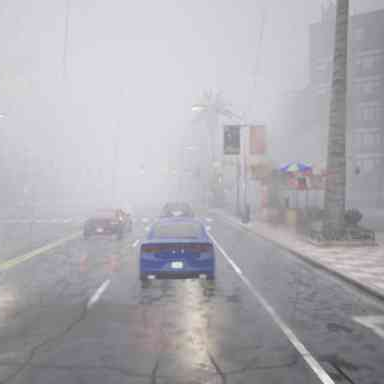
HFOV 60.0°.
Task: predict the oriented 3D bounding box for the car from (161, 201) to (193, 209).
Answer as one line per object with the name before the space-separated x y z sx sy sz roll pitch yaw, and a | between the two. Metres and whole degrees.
car | -0.987 1.352 21.798 2.097 1.767 4.553 0 0 -3

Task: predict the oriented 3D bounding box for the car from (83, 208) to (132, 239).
car | -4.253 1.535 17.191 1.812 1.442 4.674 0 0 -3

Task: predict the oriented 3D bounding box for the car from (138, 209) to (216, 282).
car | -0.424 1.477 9.870 1.882 1.535 5.008 0 0 -2
